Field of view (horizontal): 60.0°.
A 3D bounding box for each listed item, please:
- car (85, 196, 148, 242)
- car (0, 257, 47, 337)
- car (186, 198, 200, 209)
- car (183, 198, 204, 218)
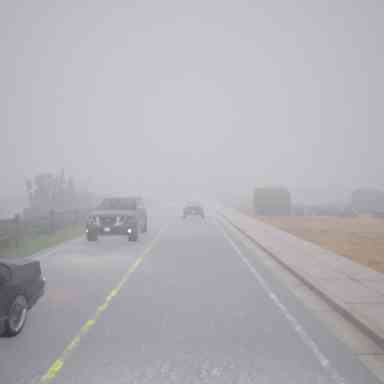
[{"bbox_3d":[-3.561,1.232,16.740,2.150,2.045,5.566,0,0,0],"label":"car"},{"bbox_3d":[-3.601,1.549,3.894,2.033,1.411,5.357,0,0,0],"label":"car"},{"bbox_3d":[0.154,1.550,45.588,1.812,1.442,4.674,0,0,0],"label":"car"},{"bbox_3d":[0.135,1.542,29.985,1.812,1.442,4.674,0,0,0],"label":"car"}]
